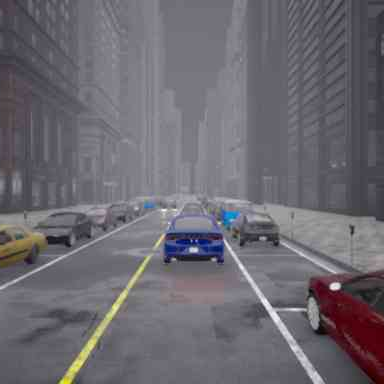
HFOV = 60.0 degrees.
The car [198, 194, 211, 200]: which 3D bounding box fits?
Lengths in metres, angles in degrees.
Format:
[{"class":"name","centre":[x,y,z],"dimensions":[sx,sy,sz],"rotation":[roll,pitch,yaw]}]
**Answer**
[{"class":"car","centre":[2.771,1.475,60.233],"dimensions":[2.192,1.841,5.009],"rotation":[0,0,0]}]

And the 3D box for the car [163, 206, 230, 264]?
[{"class":"car","centre":[0.072,1.502,11.957],"dimensions":[1.882,1.535,5.008],"rotation":[0,0,0]}]

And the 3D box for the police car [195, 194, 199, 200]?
[{"class":"police car","centre":[2.383,1.691,89.838],"dimensions":[1.930,1.638,5.238],"rotation":[0,0,0]}]

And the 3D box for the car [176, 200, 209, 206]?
[{"class":"car","centre":[0.073,1.608,26.512],"dimensions":[2.033,1.411,5.357],"rotation":[0,0,0]}]

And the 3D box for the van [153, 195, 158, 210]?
[{"class":"van","centre":[-5.757,1.448,43.310],"dimensions":[1.690,1.788,3.998],"rotation":[0,0,0]}]

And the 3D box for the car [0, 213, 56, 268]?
[{"class":"car","centre":[-5.762,1.544,9.320],"dimensions":[1.752,1.417,4.829],"rotation":[0,0,0]}]

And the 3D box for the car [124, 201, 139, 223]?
[{"class":"car","centre":[-5.759,1.625,26.400],"dimensions":[1.947,1.339,4.313],"rotation":[0,0,0]}]

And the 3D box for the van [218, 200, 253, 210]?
[{"class":"van","centre":[2.764,1.387,20.779],"dimensions":[1.690,1.788,3.998],"rotation":[0,0,0]}]

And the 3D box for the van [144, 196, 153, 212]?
[{"class":"van","centre":[-5.758,1.431,37.674],"dimensions":[1.690,1.788,3.998],"rotation":[0,0,0]}]

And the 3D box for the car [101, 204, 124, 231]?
[{"class":"car","centre":[-5.760,1.627,20.764],"dimensions":[1.802,1.307,4.206],"rotation":[0,0,0]}]

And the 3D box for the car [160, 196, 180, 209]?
[{"class":"car","centre":[-3.079,1.642,46.592],"dimensions":[1.812,1.442,4.674],"rotation":[0,0,0]}]

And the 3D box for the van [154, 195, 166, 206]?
[{"class":"van","centre":[-5.754,1.500,60.219],"dimensions":[1.690,1.788,3.998],"rotation":[0,0,0]}]

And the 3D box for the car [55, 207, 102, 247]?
[{"class":"car","centre":[-5.761,1.598,15.127],"dimensions":[1.947,1.339,4.313],"rotation":[0,0,0]}]

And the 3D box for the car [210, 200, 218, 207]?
[{"class":"car","centre":[2.766,1.611,26.415],"dimensions":[2.008,1.369,4.403],"rotation":[0,0,0]}]

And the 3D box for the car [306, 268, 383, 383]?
[{"class":"car","centre":[2.762,1.553,3.870],"dimensions":[1.887,1.381,4.507],"rotation":[0,0,0]}]

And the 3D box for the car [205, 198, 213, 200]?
[{"class":"car","centre":[2.768,1.642,37.688],"dimensions":[2.008,1.369,4.403],"rotation":[0,0,0]}]

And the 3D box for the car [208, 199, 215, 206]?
[{"class":"car","centre":[2.767,1.657,32.051],"dimensions":[1.802,1.307,4.206],"rotation":[0,0,0]}]

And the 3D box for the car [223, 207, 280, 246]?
[{"class":"car","centre":[2.764,1.583,15.142],"dimensions":[2.008,1.369,4.403],"rotation":[0,0,0]}]

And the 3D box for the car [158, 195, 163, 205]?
[{"class":"car","centre":[-5.755,1.456,54.583],"dimensions":[2.192,1.841,5.009],"rotation":[0,0,0]}]

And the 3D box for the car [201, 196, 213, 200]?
[{"class":"car","centre":[2.770,1.669,48.960],"dimensions":[1.887,1.381,4.507],"rotation":[0,0,0]}]

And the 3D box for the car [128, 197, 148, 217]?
[{"class":"car","centre":[-5.759,1.515,32.037],"dimensions":[1.967,1.590,4.097],"rotation":[0,0,0]}]
